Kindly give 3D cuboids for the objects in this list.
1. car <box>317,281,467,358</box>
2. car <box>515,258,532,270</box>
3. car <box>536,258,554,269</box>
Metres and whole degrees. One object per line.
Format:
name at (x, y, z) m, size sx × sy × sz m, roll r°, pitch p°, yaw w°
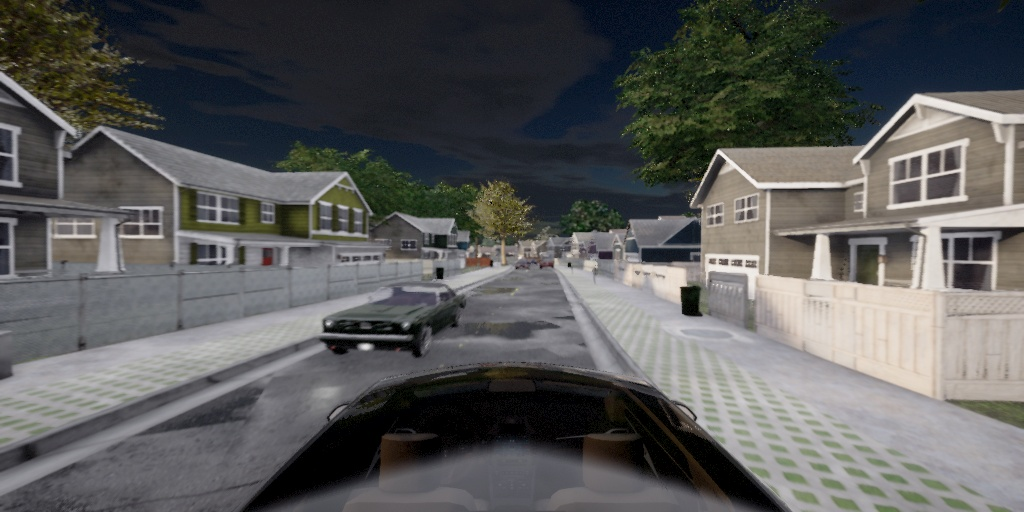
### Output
car at (-2.448, 1.324, 8.618) m, size 1.895 × 1.301 × 4.718 m, roll 1°, pitch 0°, yaw 5°
car at (1.520, 1.307, 51.926) m, size 1.994 × 1.385 × 4.181 m, roll 1°, pitch 0°, yaw 3°
car at (5.494, 1.104, 57.564) m, size 2.097 × 1.767 × 4.553 m, roll -1°, pitch 0°, yaw 1°
